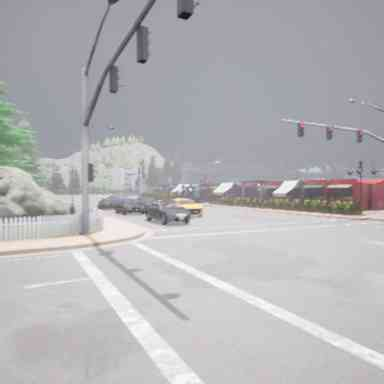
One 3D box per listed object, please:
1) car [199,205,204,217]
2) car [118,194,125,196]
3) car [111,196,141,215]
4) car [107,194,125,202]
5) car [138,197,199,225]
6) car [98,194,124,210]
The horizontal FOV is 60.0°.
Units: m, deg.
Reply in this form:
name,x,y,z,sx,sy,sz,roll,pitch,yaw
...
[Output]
name,x,y,z,sx,sy,sz,roll,pitch,yaw
car,-0.775,1.302,28.865,1.882,1.535,5.008,0,1,-27
car,-9.478,1.213,46.069,1.812,1.442,4.674,0,1,-27
car,-5.776,1.371,30.981,1.994,1.385,4.181,0,1,-27
car,-14.779,1.089,64.468,2.033,1.411,5.357,0,1,-27
car,-1.744,1.362,23.034,2.128,1.511,4.902,0,1,-27
car,-9.574,1.312,38.490,1.994,1.385,4.181,0,1,-27
